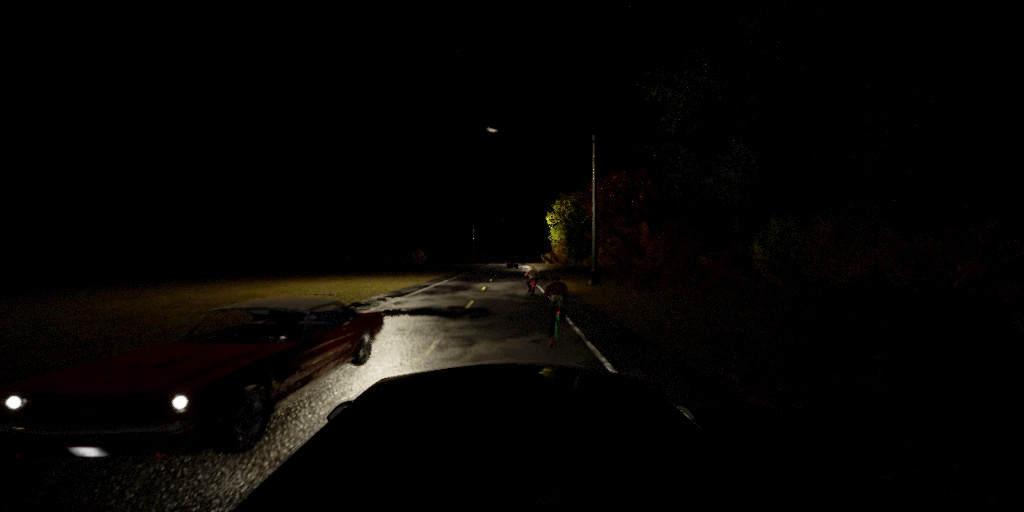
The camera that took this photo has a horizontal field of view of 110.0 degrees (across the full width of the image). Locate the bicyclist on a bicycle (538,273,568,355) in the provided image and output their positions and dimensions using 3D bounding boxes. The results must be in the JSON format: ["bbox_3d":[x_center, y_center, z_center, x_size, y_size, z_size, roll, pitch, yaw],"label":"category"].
[{"bbox_3d":[0.964,1.203,7.770,0.582,1.620,1.656,0,0,0],"label":"bicyclist on a bicycle"}]

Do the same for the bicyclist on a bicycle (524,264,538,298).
[{"bbox_3d":[1.000,1.187,17.579,0.866,1.612,1.509,0,0,0],"label":"bicyclist on a bicycle"}]

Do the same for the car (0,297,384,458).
[{"bbox_3d":[-3.599,1.351,5.247,1.895,1.301,4.718,0,0,0],"label":"car"}]

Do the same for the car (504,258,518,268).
[{"bbox_3d":[0.105,1.301,60.448,2.033,1.411,5.357,0,0,0],"label":"car"}]
